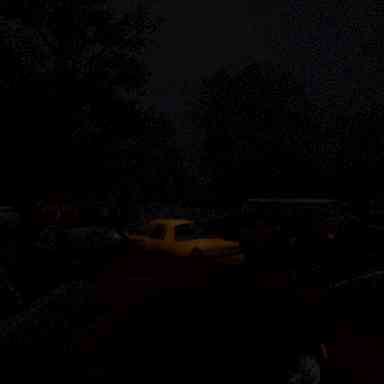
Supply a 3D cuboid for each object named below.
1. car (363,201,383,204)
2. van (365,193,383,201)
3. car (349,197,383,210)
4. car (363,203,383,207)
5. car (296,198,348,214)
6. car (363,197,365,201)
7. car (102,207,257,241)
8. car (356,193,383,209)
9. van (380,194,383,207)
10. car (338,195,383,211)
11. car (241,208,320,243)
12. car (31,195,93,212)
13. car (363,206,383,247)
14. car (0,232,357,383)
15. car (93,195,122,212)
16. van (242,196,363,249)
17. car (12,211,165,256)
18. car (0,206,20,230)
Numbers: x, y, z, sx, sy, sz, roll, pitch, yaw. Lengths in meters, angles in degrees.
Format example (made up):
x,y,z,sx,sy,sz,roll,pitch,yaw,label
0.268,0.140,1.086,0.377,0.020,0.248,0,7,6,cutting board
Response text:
x,y,z,sx,sy,sz,roll,pitch,yaw,label
10.762,1.461,18.150,2.097,1.535,5.008,0,0,-36,car
13.108,1.235,19.689,1.878,1.987,4.442,0,0,-36,van
23.314,1.489,43.158,2.163,1.488,4.792,0,0,-36,car
8.494,1.491,16.501,2.163,1.488,4.792,0,0,-36,car
14.258,1.461,36.733,2.231,1.521,4.892,0,0,-36,car
16.628,1.457,38.191,1.946,1.575,5.366,0,0,-36,car
-0.756,1.459,10.159,1.946,1.575,5.366,0,0,-36,car
25.539,1.207,44.818,2.435,2.045,5.566,0,0,-36,car
30.005,1.232,48.116,1.878,1.987,4.442,0,0,-36,van
21.019,1.334,41.593,2.185,1.767,4.553,0,0,-36,car
1.616,1.492,11.661,2.163,1.488,4.792,0,0,-36,car
-8.415,1.211,20.499,2.435,2.045,5.566,0,0,-36,car
6.213,1.491,14.872,2.163,1.488,4.792,0,0,-36,car
-0.593,1.475,3.260,5.008,1.535,1.882,0,0,-35,car
-6.249,1.211,22.046,2.435,2.045,5.566,0,0,-36,car
3.983,1.236,13.172,1.878,1.987,4.442,0,0,-36,van
-2.923,1.464,8.377,2.097,1.535,5.008,0,0,-36,car
-10.796,1.505,18.830,2.002,1.452,4.674,0,0,-36,car
